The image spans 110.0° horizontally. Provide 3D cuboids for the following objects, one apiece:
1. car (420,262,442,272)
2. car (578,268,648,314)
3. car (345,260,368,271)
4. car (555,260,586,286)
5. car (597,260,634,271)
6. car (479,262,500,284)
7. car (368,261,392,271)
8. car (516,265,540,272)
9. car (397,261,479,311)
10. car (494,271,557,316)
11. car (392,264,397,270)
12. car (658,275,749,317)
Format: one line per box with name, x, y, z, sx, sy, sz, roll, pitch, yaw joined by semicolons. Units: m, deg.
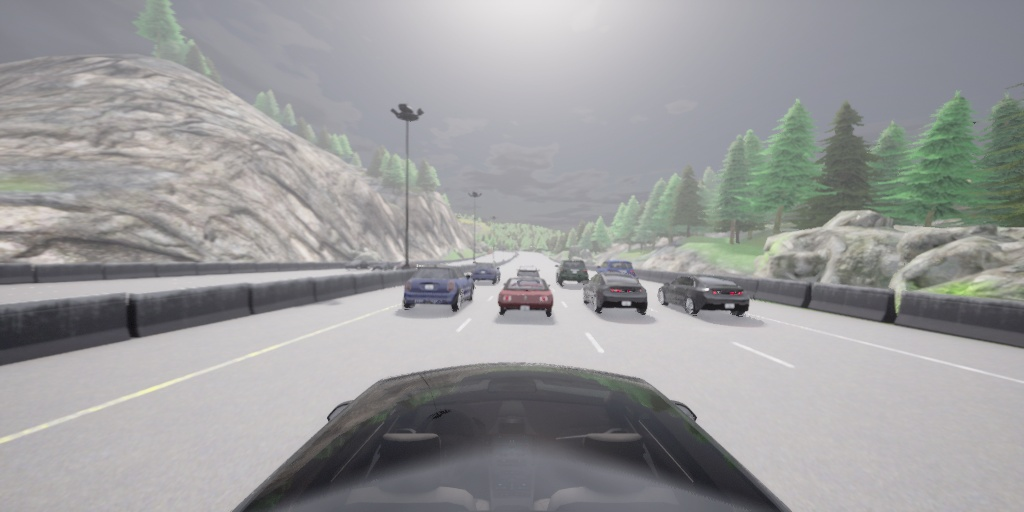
car;-11.758;1.578;52.467;1.994;1.385;4.181;1;-1;3
car;4.111;1.444;14.865;1.837;1.490;4.892;1;-1;3
car;-22.288;1.291;51.916;1.882;1.535;5.008;1;0;3
car;4.796;1.317;29.223;2.150;2.045;5.566;1;0;3
car;8.294;1.381;29.111;2.150;2.045;5.566;1;0;3
car;-2.162;1.326;30.235;2.097;1.767;4.553;1;-1;3
car;-18.762;1.448;52.445;1.994;1.385;4.181;1;-1;3
car;1.350;1.533;30.441;2.128;1.511;4.902;1;-1;3
car;-2.883;1.165;15.099;2.097;1.767;4.553;1;-1;3
car;0.565;1.468;14.100;1.895;1.301;4.718;1;-1;3
car;-15.279;1.471;52.093;1.812;1.442;4.674;1;-1;3
car;7.608;1.507;14.710;1.837;1.490;4.892;1;-1;3
